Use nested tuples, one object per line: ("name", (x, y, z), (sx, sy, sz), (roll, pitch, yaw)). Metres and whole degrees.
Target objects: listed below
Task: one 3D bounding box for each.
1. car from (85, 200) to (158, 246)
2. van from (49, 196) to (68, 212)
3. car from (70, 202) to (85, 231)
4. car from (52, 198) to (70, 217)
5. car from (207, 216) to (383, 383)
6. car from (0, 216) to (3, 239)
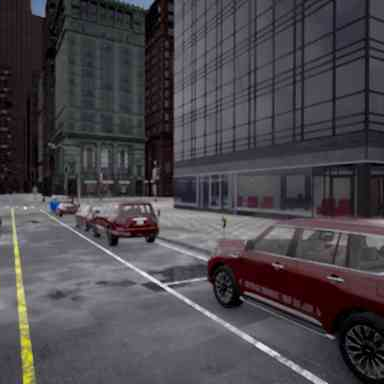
("car", (-3.216, 1.299, 15.386), (2.192, 1.841, 5.009), (0, 0, -29))
("van", (-14.045, 1.285, 35.218), (1.690, 1.788, 3.998), (0, 0, -29))
("car", (-5.923, 1.416, 20.344), (1.967, 1.590, 4.097), (0, 0, -29))
("car", (-11.337, 1.538, 30.261), (1.802, 1.307, 4.206), (0, 0, -29))
("car", (2.198, 1.310, 5.470), (2.192, 1.841, 5.009), (0, 0, -29))
("car", (-10.425, 1.581, 16.376), (1.895, 1.301, 4.718), (0, 0, -29))
